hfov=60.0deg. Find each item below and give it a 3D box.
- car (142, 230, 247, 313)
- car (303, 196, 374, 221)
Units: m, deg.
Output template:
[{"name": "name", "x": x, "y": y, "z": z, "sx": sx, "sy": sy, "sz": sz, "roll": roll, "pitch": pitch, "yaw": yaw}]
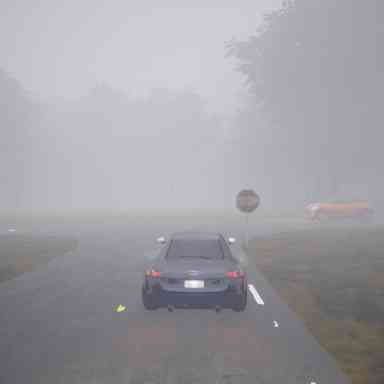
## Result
[{"name": "car", "x": 0.097, "y": 1.563, "z": 7.764, "sx": 1.994, "sy": 1.385, "sz": 4.181, "roll": 0, "pitch": 0, "yaw": 2}, {"name": "car", "x": 10.478, "y": 1.103, "z": 24.077, "sx": 4.553, "sy": 1.767, "sz": 2.097, "roll": -1, "pitch": 1, "yaw": 0}]
